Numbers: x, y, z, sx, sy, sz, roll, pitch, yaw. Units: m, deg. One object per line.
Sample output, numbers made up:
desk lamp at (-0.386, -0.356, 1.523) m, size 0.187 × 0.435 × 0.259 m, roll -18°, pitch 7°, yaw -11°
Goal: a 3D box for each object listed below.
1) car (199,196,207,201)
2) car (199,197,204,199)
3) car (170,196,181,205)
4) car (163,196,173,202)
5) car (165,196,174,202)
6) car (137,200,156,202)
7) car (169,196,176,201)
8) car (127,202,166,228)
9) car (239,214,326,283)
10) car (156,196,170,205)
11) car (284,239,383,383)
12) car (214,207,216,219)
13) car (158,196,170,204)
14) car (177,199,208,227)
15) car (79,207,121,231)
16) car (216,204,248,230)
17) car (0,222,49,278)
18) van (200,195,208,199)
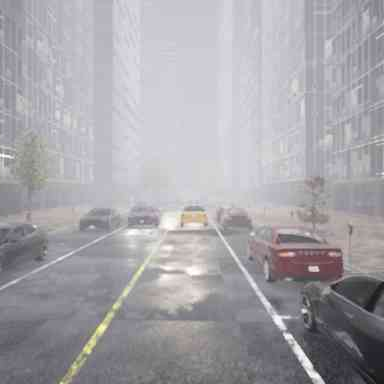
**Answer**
car at (2.802, 1.700, 89.305) m, size 2.008 × 1.369 × 4.403 m, roll 0°, pitch 0°, yaw 0°
car at (0.152, 1.645, 42.004) m, size 2.033 × 1.411 × 5.357 m, roll 0°, pitch 0°, yaw 0°
car at (-2.940, 1.675, 63.775) m, size 2.033 × 1.411 × 5.357 m, roll 0°, pitch 0°, yaw 1°
car at (-5.593, 1.694, 77.934) m, size 2.008 × 1.369 × 4.403 m, roll 0°, pitch 0°, yaw 0°
car at (-5.586, 1.698, 83.627) m, size 2.008 × 1.369 × 4.403 m, roll 0°, pitch 0°, yaw 0°
car at (-5.644, 1.635, 38.087) m, size 1.887 × 1.381 × 4.507 m, roll 0°, pitch 0°, yaw 0°
car at (-5.572, 1.730, 95.012) m, size 1.802 × 1.307 × 4.206 m, roll 0°, pitch 0°, yaw 0°
car at (-3.073, 1.620, 22.338) m, size 1.994 × 1.385 × 4.181 m, roll 0°, pitch 0°, yaw 0°
car at (2.700, 1.571, 9.607) m, size 1.887 × 1.381 × 4.507 m, roll 0°, pitch 0°, yaw 0°
car at (-5.615, 1.564, 60.857) m, size 1.967 × 1.590 × 4.097 m, roll 0°, pitch 0°, yaw 0°
car at (2.693, 1.577, 3.914) m, size 1.947 × 1.339 × 4.313 m, roll 0°, pitch 0°, yaw 0°
car at (2.722, 1.612, 26.685) m, size 1.887 × 1.381 × 4.507 m, roll 0°, pitch 0°, yaw 0°
car at (-5.608, 1.571, 66.549) m, size 1.967 × 1.590 × 4.097 m, roll 0°, pitch 0°, yaw 0°
car at (0.130, 1.515, 23.442) m, size 1.801 × 1.575 × 5.366 m, roll 0°, pitch 0°, yaw 0°
car at (-5.666, 1.619, 21.010) m, size 1.947 × 1.339 × 4.313 m, roll 0°, pitch 0°, yaw 0°
car at (2.715, 1.636, 20.992) m, size 1.802 × 1.307 × 4.206 m, roll 0°, pitch 0°, yaw 0°
car at (-5.681, 1.591, 9.626) m, size 1.947 × 1.339 × 4.313 m, roll 0°, pitch 0°, yaw 0°
van at (2.787, 1.485, 77.920) m, size 1.690 × 1.788 × 3.998 m, roll 0°, pitch 0°, yaw 0°
